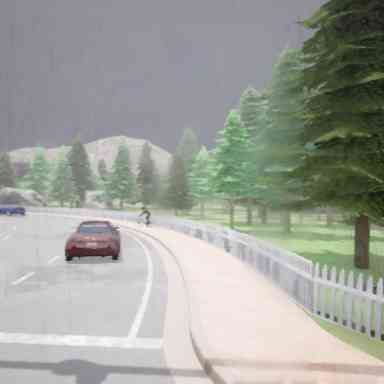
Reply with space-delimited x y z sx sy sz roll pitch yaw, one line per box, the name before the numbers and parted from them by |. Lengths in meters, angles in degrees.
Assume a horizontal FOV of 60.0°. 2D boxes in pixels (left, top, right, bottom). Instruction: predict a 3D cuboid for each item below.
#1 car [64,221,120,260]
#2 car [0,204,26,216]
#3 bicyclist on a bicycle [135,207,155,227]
car | -3.995 1.871 13.755 1.994 1.385 4.181 2 -2 -13
car | -23.471 2.295 42.932 5.008 1.535 1.882 0 -2 34
bicyclist on a bicycle | -3.734 1.994 26.377 1.656 1.620 0.582 2 -2 -26
